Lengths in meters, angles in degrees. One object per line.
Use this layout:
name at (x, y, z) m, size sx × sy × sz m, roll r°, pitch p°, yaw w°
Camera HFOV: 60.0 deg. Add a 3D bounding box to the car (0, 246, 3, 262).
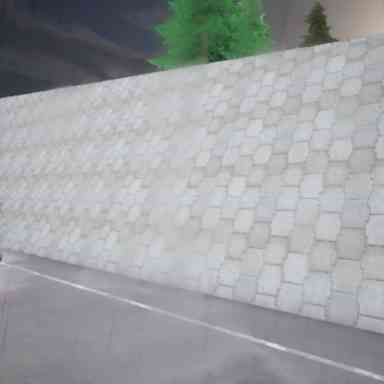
car at (-7.570, 1.679, 9.888) m, size 4.718 × 1.301 × 1.895 m, roll 0°, pitch -1°, yaw 38°
